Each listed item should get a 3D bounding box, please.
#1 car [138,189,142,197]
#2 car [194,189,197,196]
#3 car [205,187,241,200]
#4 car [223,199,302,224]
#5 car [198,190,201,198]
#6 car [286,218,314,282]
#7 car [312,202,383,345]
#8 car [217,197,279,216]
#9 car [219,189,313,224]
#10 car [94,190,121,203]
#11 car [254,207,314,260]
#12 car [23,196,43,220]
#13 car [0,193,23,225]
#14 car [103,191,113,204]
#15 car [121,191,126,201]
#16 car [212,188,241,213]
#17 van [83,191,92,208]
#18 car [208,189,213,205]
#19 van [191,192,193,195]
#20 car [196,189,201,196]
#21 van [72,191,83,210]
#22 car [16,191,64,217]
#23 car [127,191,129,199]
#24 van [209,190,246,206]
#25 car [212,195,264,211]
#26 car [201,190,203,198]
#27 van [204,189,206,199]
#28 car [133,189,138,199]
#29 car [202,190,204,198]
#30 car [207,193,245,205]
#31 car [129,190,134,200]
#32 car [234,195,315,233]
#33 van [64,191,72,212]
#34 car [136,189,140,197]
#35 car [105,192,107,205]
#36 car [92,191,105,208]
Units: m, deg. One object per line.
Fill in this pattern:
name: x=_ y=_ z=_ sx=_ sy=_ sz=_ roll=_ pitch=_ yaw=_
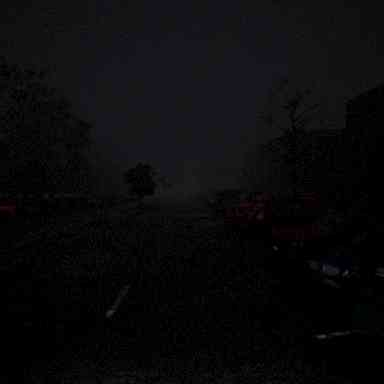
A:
car: x=-13.915 y=0.689 z=71.077 sx=5.008 sy=1.535 sz=2.097 roll=-1 pitch=1 yaw=-22
car: x=4.078 y=0.335 z=76.805 sx=5.566 sy=2.045 sz=2.435 roll=0 pitch=1 yaw=-23
car: x=4.808 y=0.815 z=37.637 sx=5.566 sy=2.045 sz=2.435 roll=1 pitch=0 yaw=-20
car: x=4.770 y=1.276 z=22.587 sx=4.792 sy=1.488 sz=2.163 roll=1 pitch=1 yaw=-20
car: x=4.459 y=0.698 z=67.771 sx=5.008 sy=1.535 sz=2.097 roll=0 pitch=0 yaw=-22
car: x=4.772 y=1.465 z=7.538 sx=4.674 sy=1.452 sz=2.002 roll=1 pitch=1 yaw=-20
car: x=4.790 y=1.202 z=4.534 sx=5.566 sy=2.045 sz=2.435 roll=1 pitch=0 yaw=-20
car: x=4.763 y=1.204 z=28.599 sx=4.792 sy=1.488 sz=2.163 roll=1 pitch=1 yaw=-20
car: x=4.776 y=1.032 z=19.574 sx=5.566 sy=2.045 sz=2.435 roll=1 pitch=1 yaw=-20
car: x=-13.465 y=0.717 z=47.344 sx=5.566 sy=2.045 sz=2.435 roll=-1 pitch=1 yaw=-20
car: x=4.784 y=1.392 z=10.563 sx=5.008 sy=1.535 sz=2.097 roll=1 pitch=1 yaw=-20
car: x=-13.389 y=1.290 z=23.554 sx=4.674 sy=1.452 sz=2.002 roll=-1 pitch=0 yaw=-20
car: x=-13.353 y=1.159 z=20.580 sx=4.553 sy=1.767 sz=2.185 roll=-1 pitch=1 yaw=-20
car: x=-13.402 y=1.032 z=44.399 sx=4.792 sy=1.488 sz=2.163 roll=-1 pitch=0 yaw=-20
car: x=-13.281 y=0.926 z=50.401 sx=5.366 sy=1.575 sz=1.946 roll=-1 pitch=0 yaw=-20
car: x=4.773 y=0.959 z=25.588 sx=5.566 sy=2.045 sz=2.435 roll=1 pitch=1 yaw=-20
van: x=-13.305 y=0.881 z=35.499 sx=4.442 sy=1.987 sz=1.878 roll=-1 pitch=0 yaw=-20
car: x=4.814 y=0.887 z=31.629 sx=5.566 sy=2.045 sz=2.435 roll=1 pitch=0 yaw=-20
van: x=2.779 y=0.138 z=94.853 sx=4.442 sy=1.987 sz=1.878 roll=0 pitch=1 yaw=-25
car: x=4.245 y=0.624 z=73.805 sx=5.008 sy=1.535 sz=2.097 roll=0 pitch=1 yaw=-23
van: x=-13.297 y=0.916 z=32.521 sx=4.442 sy=1.987 sz=1.878 roll=-1 pitch=0 yaw=-20
car: x=-13.421 y=0.964 z=26.512 sx=5.566 sy=2.045 sz=2.435 roll=-1 pitch=1 yaw=-20
car: x=-13.487 y=0.737 z=56.277 sx=4.553 sy=1.767 sz=2.185 roll=-1 pitch=1 yaw=-21
van: x=4.668 y=0.767 z=43.592 sx=4.442 sy=1.987 sz=1.878 roll=1 pitch=1 yaw=-20
car: x=4.787 y=1.102 z=34.621 sx=5.008 sy=1.535 sz=2.097 roll=1 pitch=1 yaw=-20
car: x=4.721 y=0.848 z=55.689 sx=5.008 sy=1.535 sz=2.097 roll=1 pitch=1 yaw=-21
van: x=4.650 y=0.694 z=49.616 sx=4.442 sy=1.987 sz=1.878 roll=1 pitch=1 yaw=-20
car: x=-13.738 y=0.789 z=65.142 sx=4.792 sy=1.488 sz=2.163 roll=-1 pitch=1 yaw=-22
car: x=4.910 y=0.883 z=52.747 sx=5.366 sy=1.575 sz=1.946 roll=1 pitch=0 yaw=-21
car: x=4.792 y=0.988 z=46.664 sx=4.792 sy=1.488 sz=2.163 roll=1 pitch=0 yaw=-20
car: x=-13.555 y=0.828 z=59.234 sx=5.008 sy=1.535 sz=2.097 roll=-1 pitch=1 yaw=-21
car: x=4.764 y=1.194 z=16.579 sx=4.553 sy=1.767 sz=2.185 roll=1 pitch=0 yaw=-20
van: x=-13.290 y=0.952 z=29.544 sx=4.442 sy=1.987 sz=1.878 roll=-1 pitch=0 yaw=-20
car: x=-13.778 y=0.753 z=68.136 sx=4.792 sy=1.488 sz=2.163 roll=-1 pitch=0 yaw=-22
car: x=-13.447 y=1.068 z=41.396 sx=4.792 sy=1.488 sz=2.163 roll=-1 pitch=1 yaw=-20
car: x=-13.240 y=1.067 z=38.500 sx=5.366 sy=1.575 sz=1.946 roll=-1 pitch=0 yaw=-20
